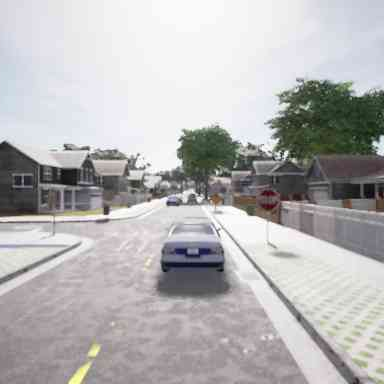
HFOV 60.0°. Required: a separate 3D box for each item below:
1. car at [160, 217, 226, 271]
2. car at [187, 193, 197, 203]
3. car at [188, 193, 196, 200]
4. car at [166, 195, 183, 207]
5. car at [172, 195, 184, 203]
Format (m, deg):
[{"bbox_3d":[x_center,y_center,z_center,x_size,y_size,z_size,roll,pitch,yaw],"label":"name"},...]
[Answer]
[{"bbox_3d":[0.041,1.522,10.795,2.033,1.411,5.357,0,0,0],"label":"car"},{"bbox_3d":[0.050,1.328,63.422,2.033,1.411,5.357,0,0,1],"label":"car"},{"bbox_3d":[0.011,1.037,74.724,1.882,1.535,5.008,0,0,0],"label":"car"},{"bbox_3d":[-2.828,1.324,49.585,1.882,1.535,5.008,0,0,0],"label":"car"},{"bbox_3d":[-2.743,1.377,65.465,2.033,1.411,5.357,0,0,0],"label":"car"}]
